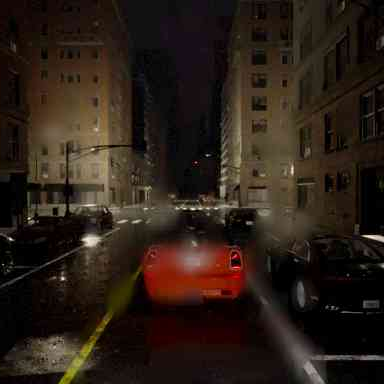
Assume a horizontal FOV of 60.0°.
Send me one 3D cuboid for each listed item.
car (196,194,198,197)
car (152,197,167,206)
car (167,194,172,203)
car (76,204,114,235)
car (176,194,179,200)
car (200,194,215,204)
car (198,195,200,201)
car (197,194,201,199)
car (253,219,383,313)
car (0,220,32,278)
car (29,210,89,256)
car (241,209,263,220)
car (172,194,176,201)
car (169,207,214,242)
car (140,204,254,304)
[{"bbox_3d":[2.843,1.560,88.019,1.967,1.590,4.097,0,0,0],"label":"car"},{"bbox_3d":[-5.701,1.618,55.569,1.802,1.307,4.206,0,0,0],"label":"car"},{"bbox_3d":[-5.694,1.606,66.385,2.008,1.369,4.403,0,0,0],"label":"car"},{"bbox_3d":[-5.691,1.441,18.466,1.967,1.590,4.097,0,0,0],"label":"car"},{"bbox_3d":[-5.679,1.456,93.429,2.192,1.841,5.009,0,0,0],"label":"car"},{"bbox_3d":[2.823,1.476,55.566,1.967,1.590,4.097,0,0,0],"label":"car"},{"bbox_3d":[2.831,1.607,66.383,2.008,1.369,4.403,0,0,0],"label":"car"},{"bbox_3d":[2.836,1.524,77.202,1.967,1.590,4.097,0,0,0],"label":"car"},{"bbox_3d":[2.847,1.551,7.473,2.008,1.369,4.403,0,0,0],"label":"car"},{"bbox_3d":[-5.678,1.565,7.463,1.947,1.339,4.313,0,0,0],"label":"car"},{"bbox_3d":[-5.685,1.582,12.964,1.802,1.307,4.206,0,0,0],"label":"car"},{"bbox_3d":[2.834,1.566,18.475,1.947,1.339,4.313,0,0,0],"label":"car"},{"bbox_3d":[-5.685,1.626,82.441,1.752,1.417,4.829,0,0,0],"label":"car"},{"bbox_3d":[-0.016,1.564,16.988,1.994,1.385,4.181,0,0,0],"label":"car"},{"bbox_3d":[0.053,1.352,8.334,2.097,1.767,4.553,0,0,0],"label":"car"}]
